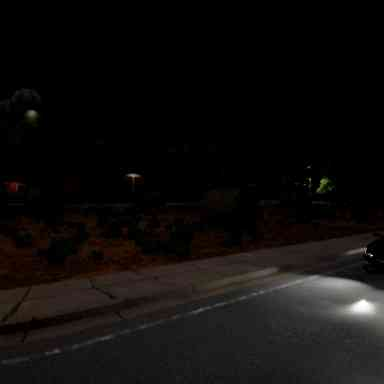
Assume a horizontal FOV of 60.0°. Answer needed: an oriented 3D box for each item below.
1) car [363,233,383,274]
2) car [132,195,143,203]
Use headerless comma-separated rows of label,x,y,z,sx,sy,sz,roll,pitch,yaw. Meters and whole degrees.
car,6.921,1.659,10.047,4.892,1.490,1.837,1,-1,-41
car,-12.414,1.649,75.923,1.905,1.878,3.866,6,2,3
